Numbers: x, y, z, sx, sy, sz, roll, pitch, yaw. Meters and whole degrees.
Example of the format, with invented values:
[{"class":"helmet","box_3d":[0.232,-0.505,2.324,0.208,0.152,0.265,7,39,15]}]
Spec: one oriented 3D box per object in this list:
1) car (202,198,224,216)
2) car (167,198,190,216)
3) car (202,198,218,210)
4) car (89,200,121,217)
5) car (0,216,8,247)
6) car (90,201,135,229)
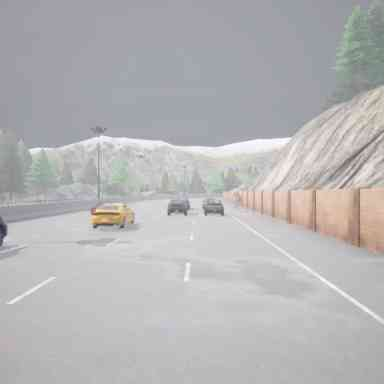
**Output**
[{"class":"car","box_3d":[2.113,1.491,32.823,2.128,1.511,4.902,0,0,1]},{"class":"car","box_3d":[-1.385,1.505,33.001,1.837,1.490,4.892,0,0,1]},{"class":"car","box_3d":[2.283,1.526,43.272,1.812,1.442,4.674,0,0,1]},{"class":"car","box_3d":[-8.395,1.563,32.428,1.994,1.385,4.181,0,0,1]},{"class":"car","box_3d":[-8.743,1.222,11.445,2.150,2.045,5.566,0,0,1]},{"class":"car","box_3d":[-5.068,1.477,21.901,1.882,1.535,5.008,0,0,1]}]
